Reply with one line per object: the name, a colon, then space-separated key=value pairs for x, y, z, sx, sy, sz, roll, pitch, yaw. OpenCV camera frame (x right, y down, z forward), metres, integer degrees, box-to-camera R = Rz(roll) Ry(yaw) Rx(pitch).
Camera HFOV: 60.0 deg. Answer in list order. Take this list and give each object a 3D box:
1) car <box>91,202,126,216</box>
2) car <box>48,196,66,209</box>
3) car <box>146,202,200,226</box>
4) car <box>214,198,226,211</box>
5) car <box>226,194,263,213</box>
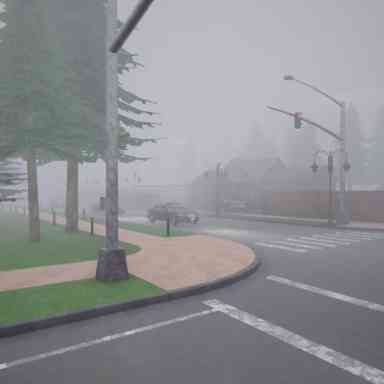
car: x=-8.179 y=1.587 z=32.393 sx=1.895 sy=1.301 sz=4.718 roll=0 pitch=0 yaw=-37
car: x=-17.820 y=1.337 z=44.991 sx=2.097 sy=1.767 sz=4.553 roll=0 pitch=0 yaw=-39
car: x=-1.428 y=1.477 z=23.361 sx=2.128 sy=1.511 sz=4.902 roll=0 pitch=0 yaw=-37
car: x=4.382 y=1.161 z=36.545 sx=3.866 sy=1.878 sz=1.905 roll=0 pitch=0 yaw=-37
car: x=6.202 y=1.160 z=34.767 sx=4.605 sy=1.855 sz=1.932 roll=0 pitch=0 yaw=-37
